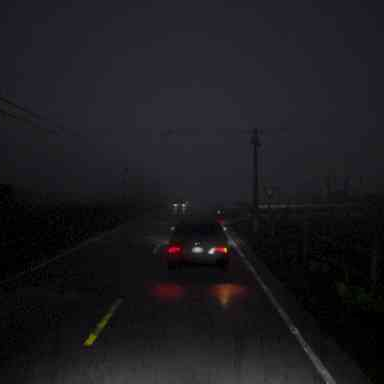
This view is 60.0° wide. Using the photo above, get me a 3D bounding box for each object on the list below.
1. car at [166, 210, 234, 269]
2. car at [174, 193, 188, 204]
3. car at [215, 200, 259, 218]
[{"bbox_3d":[0.214,1.551,11.103,2.033,1.411,5.357,0,0,2],"label":"car"},{"bbox_3d":[-2.251,1.521,62.518,1.837,1.490,4.892,0,0,1],"label":"car"},{"bbox_3d":[4.023,1.483,29.691,4.674,1.442,1.812,0,-2,-41],"label":"car"}]
